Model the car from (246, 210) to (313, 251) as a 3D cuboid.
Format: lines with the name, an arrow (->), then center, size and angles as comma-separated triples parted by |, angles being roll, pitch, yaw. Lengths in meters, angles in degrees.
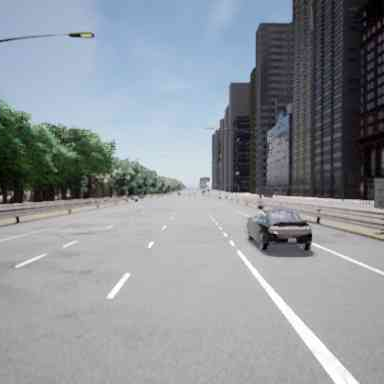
car -> 3.526, 1.487, 14.127 | 2.128, 1.511, 4.902 | 0, 0, 0
